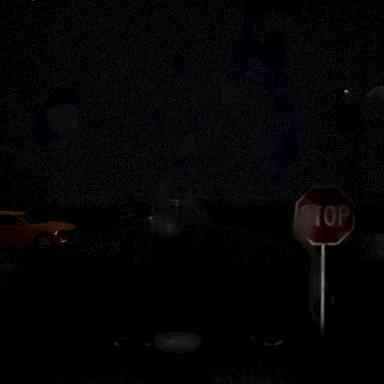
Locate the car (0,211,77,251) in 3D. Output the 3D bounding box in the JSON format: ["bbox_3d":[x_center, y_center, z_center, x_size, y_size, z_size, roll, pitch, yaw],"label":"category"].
[{"bbox_3d":[-7.410,1.546,13.950,5.008,1.535,1.882,0,1,0],"label":"car"}]

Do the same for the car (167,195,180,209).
[{"bbox_3d":[-2.959,1.494,50.693,2.150,2.045,5.566,0,0,0],"label":"car"}]

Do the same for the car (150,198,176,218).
[{"bbox_3d":[-2.926,1.619,32.581,1.882,1.535,5.008,0,0,0],"label":"car"}]
